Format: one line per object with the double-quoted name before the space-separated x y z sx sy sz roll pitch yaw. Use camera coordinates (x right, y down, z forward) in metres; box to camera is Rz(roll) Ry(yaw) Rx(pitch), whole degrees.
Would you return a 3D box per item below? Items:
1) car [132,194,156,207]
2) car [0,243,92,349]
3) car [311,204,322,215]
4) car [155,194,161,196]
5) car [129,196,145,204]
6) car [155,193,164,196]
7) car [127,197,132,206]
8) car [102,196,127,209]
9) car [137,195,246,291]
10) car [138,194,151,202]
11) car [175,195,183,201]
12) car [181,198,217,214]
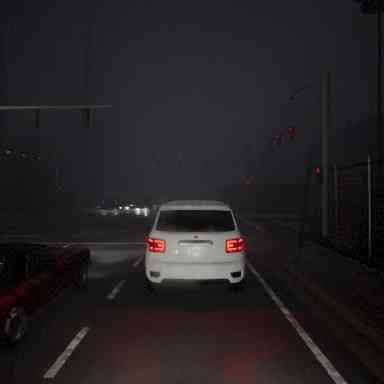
"car" -7.008 1.491 49.016 2.128 1.511 4.902 0 0 0
"car" -3.433 1.601 6.207 1.895 1.301 4.718 0 0 1
"car" 14.259 1.547 32.717 4.902 1.511 2.128 0 0 0
"car" -6.981 1.525 58.275 1.812 1.442 4.674 0 0 0
"car" -10.449 1.491 63.171 2.128 1.511 4.902 0 0 1
"car" -6.889 1.221 68.988 2.150 2.045 5.566 0 0 0
"car" -10.504 1.491 53.780 2.128 1.511 4.902 0 0 0
"car" -10.522 1.352 44.627 2.097 1.767 4.553 0 0 0
"car" 0.087 1.221 9.132 2.150 2.045 5.566 0 0 0
"car" -10.382 1.354 73.220 2.097 1.767 4.553 0 0 0
"car" -3.361 1.540 86.071 2.033 1.411 5.357 0 0 0
"car" 0.711 1.541 37.553 1.812 1.442 4.674 -2 1 -31
